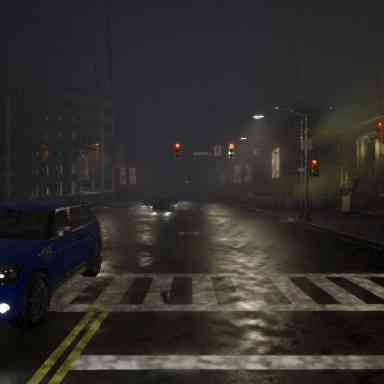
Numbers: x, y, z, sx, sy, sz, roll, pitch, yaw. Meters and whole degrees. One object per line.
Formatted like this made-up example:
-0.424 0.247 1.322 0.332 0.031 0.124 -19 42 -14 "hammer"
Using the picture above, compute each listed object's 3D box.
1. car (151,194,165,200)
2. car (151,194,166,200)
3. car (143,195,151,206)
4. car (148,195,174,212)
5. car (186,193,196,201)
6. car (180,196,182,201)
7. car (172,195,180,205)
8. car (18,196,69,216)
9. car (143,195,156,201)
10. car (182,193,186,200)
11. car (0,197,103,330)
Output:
-8.953 1.372 87.678 1.882 1.535 5.008 0 0 -29 "car"
-9.515 1.449 94.482 1.837 1.490 4.892 0 0 -43 "car"
-7.039 1.526 55.694 1.812 1.442 4.674 0 0 0 "car"
-3.555 1.477 38.995 1.882 1.535 5.008 0 0 0 "car"
-1.092 1.224 87.867 2.150 2.045 5.566 0 0 -29 "car"
-3.819 1.500 73.185 1.837 1.490 4.892 0 0 -7 "car"
-3.541 1.504 59.638 1.837 1.490 4.892 0 0 0 "car"
-14.872 1.352 33.276 4.553 1.767 2.097 0 0 -28 "car"
-10.779 1.490 83.765 1.837 1.490 4.892 0 0 -25 "car"
-4.129 1.552 86.139 1.994 1.385 4.181 0 0 -29 "car"
-3.592 1.221 7.272 2.150 2.045 5.566 0 0 0 "car"
